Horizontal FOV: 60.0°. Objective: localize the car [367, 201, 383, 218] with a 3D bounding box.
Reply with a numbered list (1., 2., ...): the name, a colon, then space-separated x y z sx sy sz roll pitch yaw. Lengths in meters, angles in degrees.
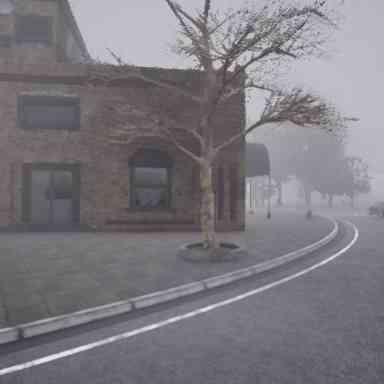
1. car: 17.913 1.610 30.845 1.837 1.490 4.892 0 -1 9
